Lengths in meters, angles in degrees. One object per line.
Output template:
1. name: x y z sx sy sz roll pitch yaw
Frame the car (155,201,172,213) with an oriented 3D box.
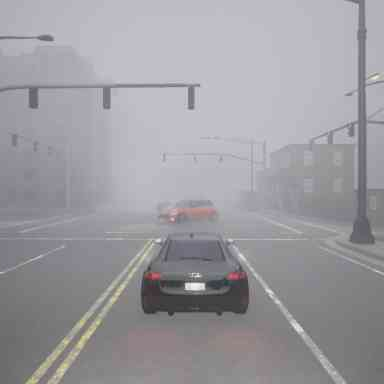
1. car: -3.711 2.017 44.584 1.837 1.490 4.892 0 -5 0

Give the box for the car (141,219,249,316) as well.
1. car: 0.056 1.564 7.614 1.994 1.385 4.181 0 0 0

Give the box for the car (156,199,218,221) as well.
1. car: -0.282 1.318 23.732 4.553 1.767 2.097 0 1 -41
